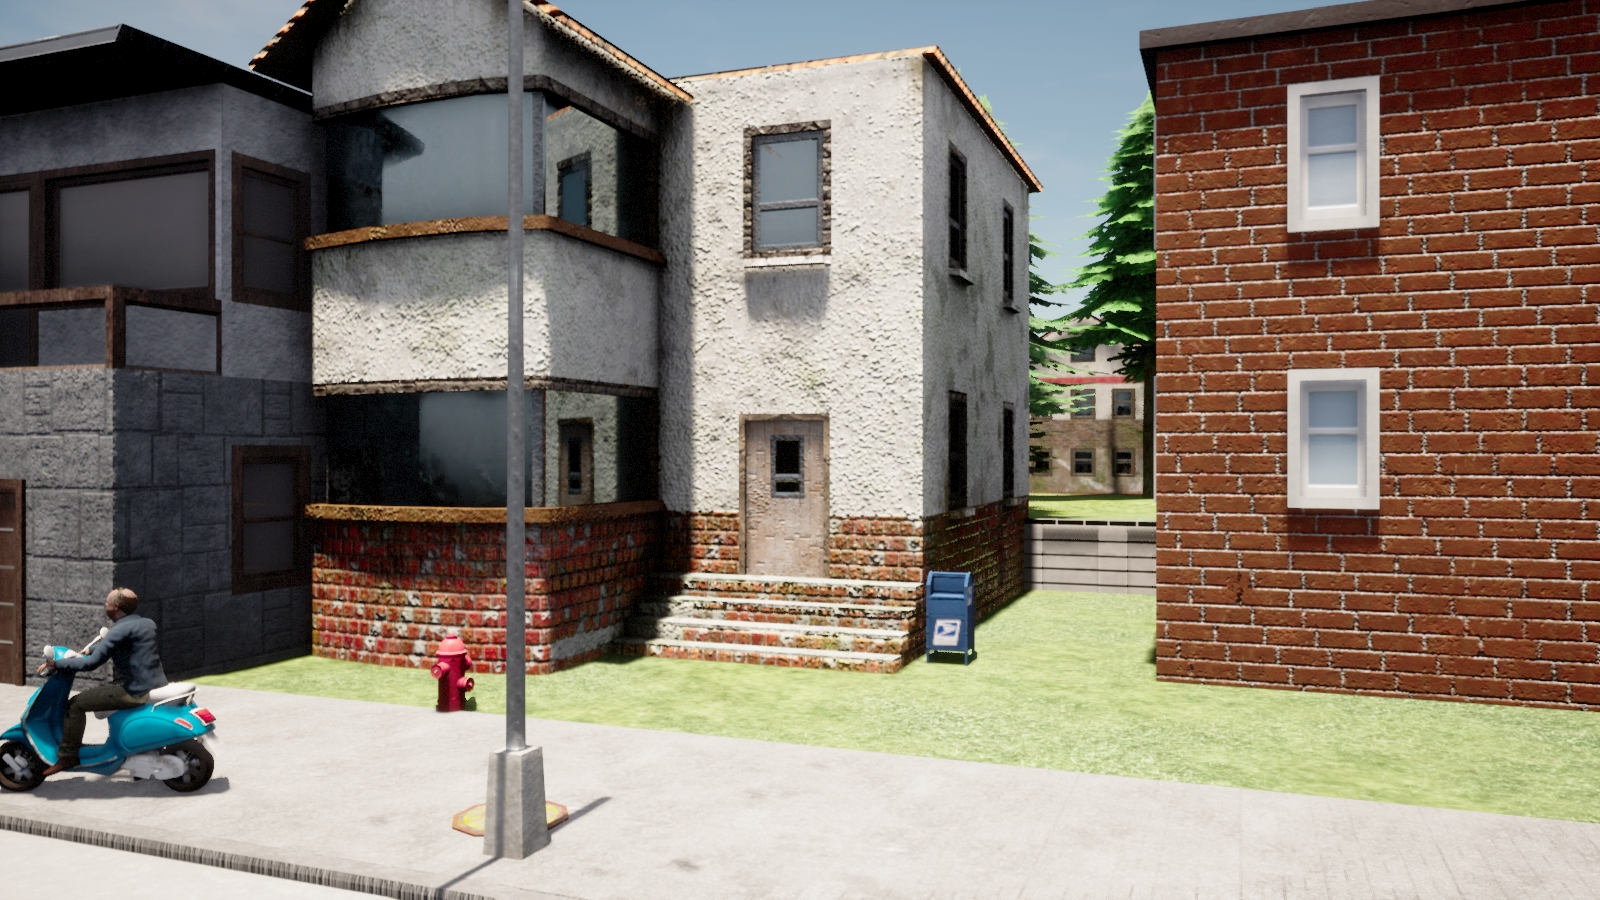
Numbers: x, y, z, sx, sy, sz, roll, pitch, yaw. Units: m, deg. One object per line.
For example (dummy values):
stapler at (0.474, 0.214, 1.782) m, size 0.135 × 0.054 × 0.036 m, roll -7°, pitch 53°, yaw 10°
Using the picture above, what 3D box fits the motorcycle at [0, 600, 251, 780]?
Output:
motorcycle at (-5.442, 1.859, 9.019) m, size 1.805 × 1.236 × 0.856 m, roll 0°, pitch 0°, yaw 1°
